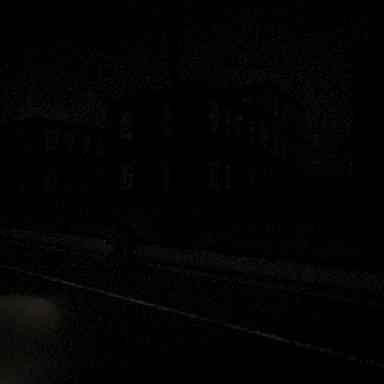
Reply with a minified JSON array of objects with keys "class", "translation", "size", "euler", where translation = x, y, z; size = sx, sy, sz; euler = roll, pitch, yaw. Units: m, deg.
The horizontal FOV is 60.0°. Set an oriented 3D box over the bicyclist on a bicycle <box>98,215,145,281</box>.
[{"class":"bicyclist on a bicycle","translation":[-1.795,1.433,8.721],"size":[0.582,1.620,1.656],"euler":[0,0,35]}]
